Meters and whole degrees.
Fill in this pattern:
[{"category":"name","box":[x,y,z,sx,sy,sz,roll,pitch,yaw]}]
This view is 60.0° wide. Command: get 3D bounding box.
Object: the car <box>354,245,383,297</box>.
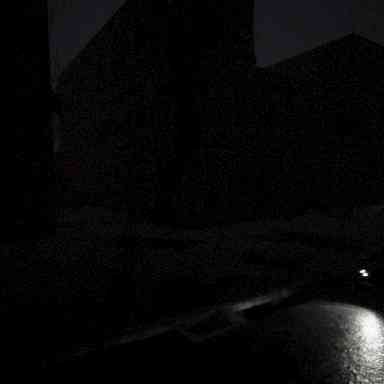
[{"category":"car","box":[5.928,1.486,7.612,5.357,1.411,2.033,-1,1,-36]}]
